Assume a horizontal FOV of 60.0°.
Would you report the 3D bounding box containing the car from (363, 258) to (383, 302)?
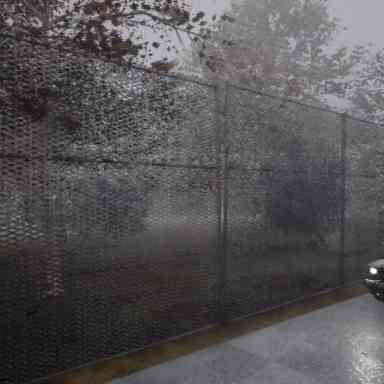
[{"bbox_3d":[5.683,1.622,7.110,4.718,1.301,1.895,0,0,-35],"label":"car"}]
